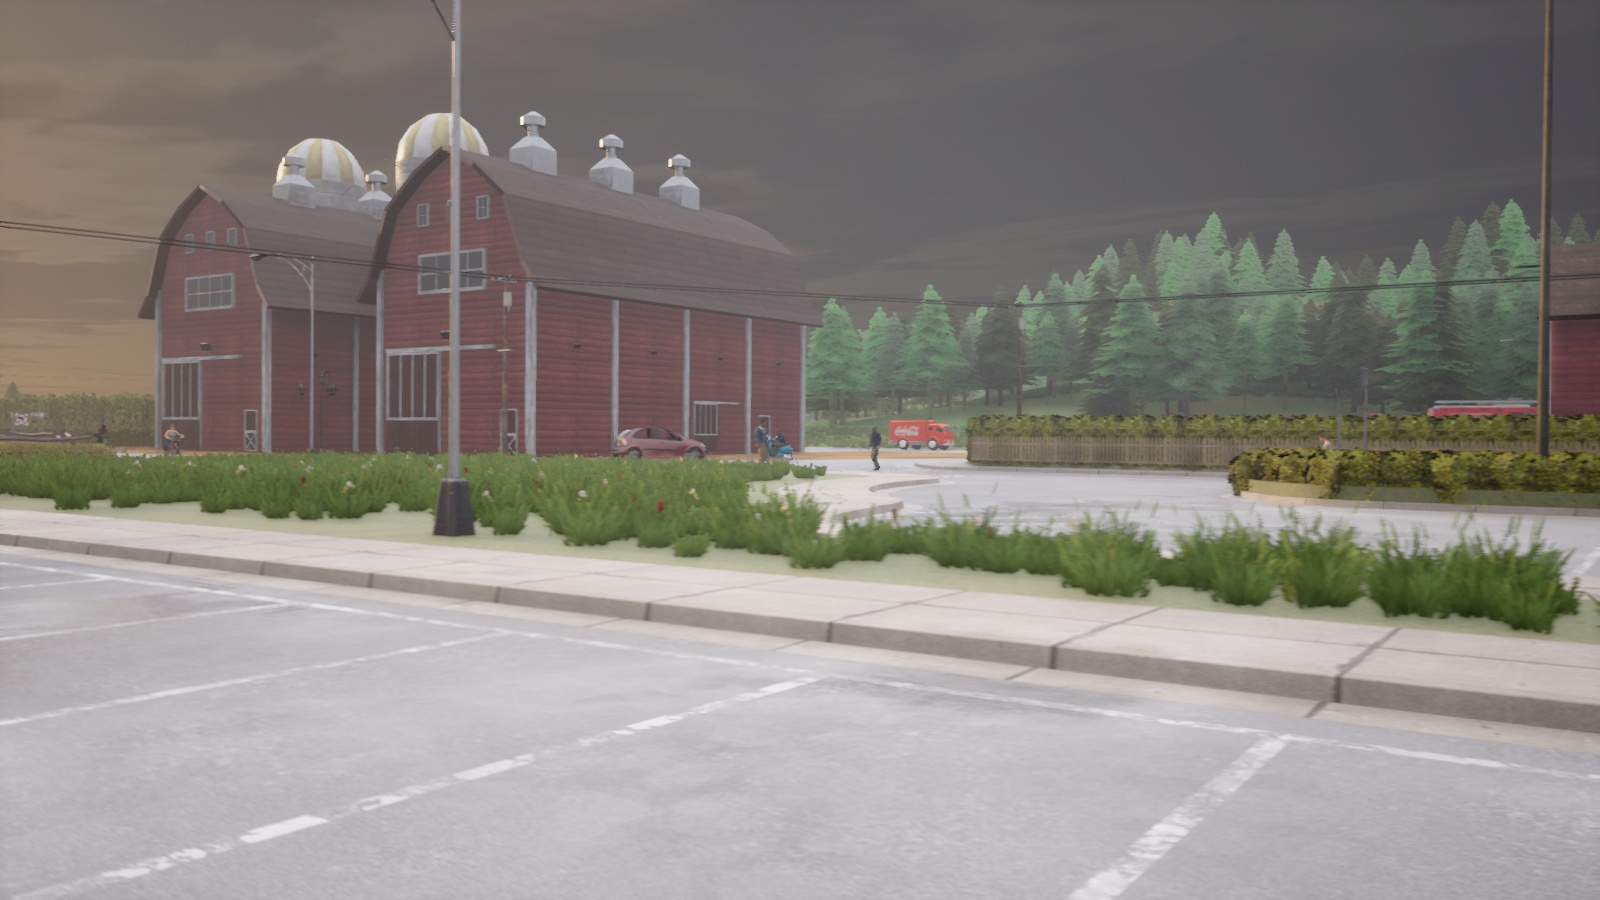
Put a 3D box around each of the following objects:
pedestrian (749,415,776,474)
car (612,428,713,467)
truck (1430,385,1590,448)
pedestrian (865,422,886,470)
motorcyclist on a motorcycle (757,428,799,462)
[{"bbox_3d":[-1.259,-0.173,41.807,0.788,1.949,0.423,0,1,34],"label":"pedestrian"},{"bbox_3d":[-5.973,-0.135,54.566,3.988,1.617,1.851,-1,1,-22],"label":"car"},{"bbox_3d":[45.138,-2.071,80.137,8.468,3.827,2.891,0,1,20],"label":"truck"},{"bbox_3d":[2.912,-0.171,48.444,0.726,1.842,0.402,-1,1,-37],"label":"pedestrian"},{"bbox_3d":[-1.083,-0.233,60.729,1.817,1.590,0.866,-1,1,-27],"label":"motorcyclist on a motorcycle"}]
